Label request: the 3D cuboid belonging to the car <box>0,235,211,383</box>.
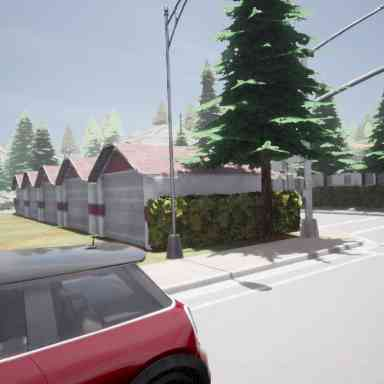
[{"bbox_3d":[-2.108,1.355,2.491,4.553,1.767,2.097,-2,1,-36],"label":"car"}]
